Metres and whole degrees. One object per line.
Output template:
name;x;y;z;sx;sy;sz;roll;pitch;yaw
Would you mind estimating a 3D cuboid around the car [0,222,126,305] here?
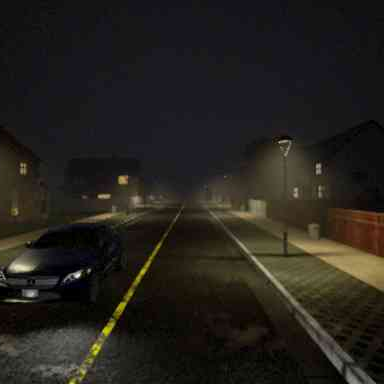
car;-2.839;1.517;8.174;1.812;1.442;4.674;0;0;0
